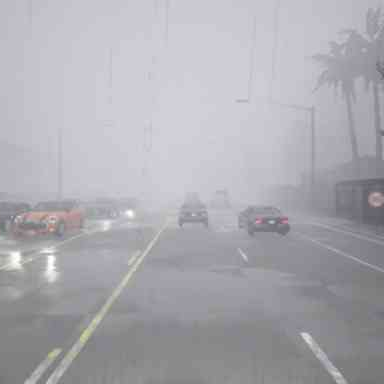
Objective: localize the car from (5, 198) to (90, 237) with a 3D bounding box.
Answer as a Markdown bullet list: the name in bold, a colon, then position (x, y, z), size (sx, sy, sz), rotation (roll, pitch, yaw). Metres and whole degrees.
- **car**: position (-7.059, 1.197, 16.888), size (2.097, 1.767, 4.553), rotation (0, 1, 0)

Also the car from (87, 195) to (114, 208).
- **car**: position (-10.534, 1.049, 38.792), size (1.994, 1.385, 4.181), rotation (0, 1, 0)

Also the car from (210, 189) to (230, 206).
- **car**: position (3.472, 0.642, 41.943), size (2.150, 2.045, 5.566), rotation (0, 1, 0)

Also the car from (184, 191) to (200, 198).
- **car**: position (0.006, 0.698, 45.606), size (2.097, 1.767, 4.553), rotation (0, 1, 0)

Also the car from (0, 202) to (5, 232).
- **car**: position (-10.539, 1.328, 18.947), size (1.837, 1.490, 4.892), rotation (0, 1, 0)

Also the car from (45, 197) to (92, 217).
- **car**: position (-10.526, 1.221, 28.811), size (2.033, 1.411, 5.357), rotation (0, 1, 0)

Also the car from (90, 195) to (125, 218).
- **car**: position (-7.024, 1.212, 26.740), size (1.837, 1.490, 4.892), rotation (0, 1, 0)

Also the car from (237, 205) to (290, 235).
- **car**: position (3.586, 1.383, 17.455), size (2.033, 1.411, 5.357), rotation (0, 1, 0)

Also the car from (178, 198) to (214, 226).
- **car**: position (0.080, 1.333, 21.581), size (2.033, 1.411, 5.357), rotation (0, 1, 0)

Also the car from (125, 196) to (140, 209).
- **car**: position (-7.033, 1.126, 36.724), size (1.895, 1.301, 4.718), rotation (0, 1, 0)
